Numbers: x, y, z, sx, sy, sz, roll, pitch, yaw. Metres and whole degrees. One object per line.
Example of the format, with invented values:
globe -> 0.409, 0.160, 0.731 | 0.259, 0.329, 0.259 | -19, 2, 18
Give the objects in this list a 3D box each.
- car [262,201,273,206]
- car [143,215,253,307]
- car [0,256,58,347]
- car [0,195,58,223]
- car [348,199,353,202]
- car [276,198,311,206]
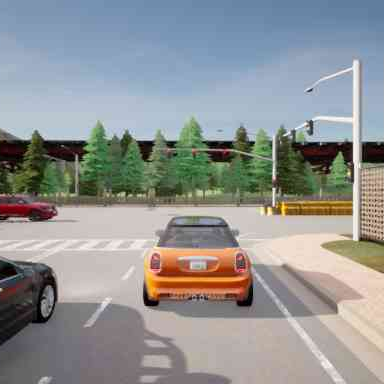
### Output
car -> 11.633, 1.525, 43.739 | 4.674, 1.442, 1.812 | 0, 0, -2
car -> 0.128, 1.352, 8.161 | 2.097, 1.767, 4.553 | 0, 0, 0
car -> -3.399, 1.505, 4.285 | 1.837, 1.490, 4.892 | 0, 0, 0
car -> -13.225, 1.223, 25.260 | 5.566, 2.045, 2.150 | 0, 0, -2
car -> 23.609, 1.217, 44.110 | 5.566, 2.045, 2.150 | -1, 0, -2
car -> 11.957, 1.600, 36.710 | 4.718, 1.301, 1.895 | 0, 0, -3
